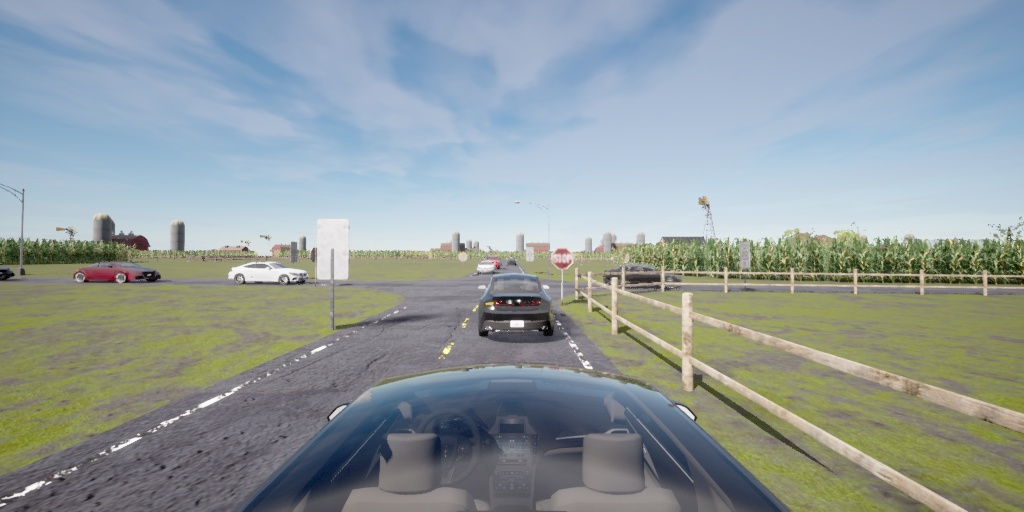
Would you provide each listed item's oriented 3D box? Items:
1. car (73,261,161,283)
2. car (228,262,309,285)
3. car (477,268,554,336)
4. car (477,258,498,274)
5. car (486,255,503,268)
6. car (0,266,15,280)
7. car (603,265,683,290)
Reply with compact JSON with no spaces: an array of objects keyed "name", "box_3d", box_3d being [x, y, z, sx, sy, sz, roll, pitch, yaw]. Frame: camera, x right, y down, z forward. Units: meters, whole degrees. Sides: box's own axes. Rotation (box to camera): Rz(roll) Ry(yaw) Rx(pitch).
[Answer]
[{"name":"car","box_3d":[-25.574,1.030,23.332,4.181,1.385,1.994,1,-1,1]},{"name":"car","box_3d":[-15.725,1.095,23.263,4.674,1.442,1.812,1,-1,2]},{"name":"car","box_3d":[0.066,1.256,10.355,1.837,1.490,4.892,0,0,-1]},{"name":"car","box_3d":[-2.881,1.264,40.597,1.812,1.442,4.674,0,0,0]},{"name":"car","box_3d":[-2.891,0.945,52.697,2.150,2.045,5.566,0,1,0]},{"name":"car","box_3d":[-35.709,0.868,23.360,4.892,1.490,1.837,0,-1,0]},{"name":"car","box_3d":[8.482,1.348,23.370,4.892,1.490,1.837,1,1,7]}]
